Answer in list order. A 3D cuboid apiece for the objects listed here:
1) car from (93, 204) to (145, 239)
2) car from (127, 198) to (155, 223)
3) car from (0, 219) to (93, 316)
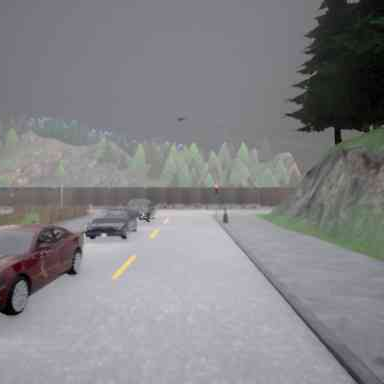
[{"bbox_3d":[-4.095,1.625,18.052,2.033,1.411,5.357,0,0,0],"label":"car"},{"bbox_3d":[-3.999,1.269,25.004,2.097,1.767,4.553,0,0,0],"label":"car"},{"bbox_3d":[-4.099,1.512,7.793,1.882,1.535,5.008,0,0,0],"label":"car"}]
